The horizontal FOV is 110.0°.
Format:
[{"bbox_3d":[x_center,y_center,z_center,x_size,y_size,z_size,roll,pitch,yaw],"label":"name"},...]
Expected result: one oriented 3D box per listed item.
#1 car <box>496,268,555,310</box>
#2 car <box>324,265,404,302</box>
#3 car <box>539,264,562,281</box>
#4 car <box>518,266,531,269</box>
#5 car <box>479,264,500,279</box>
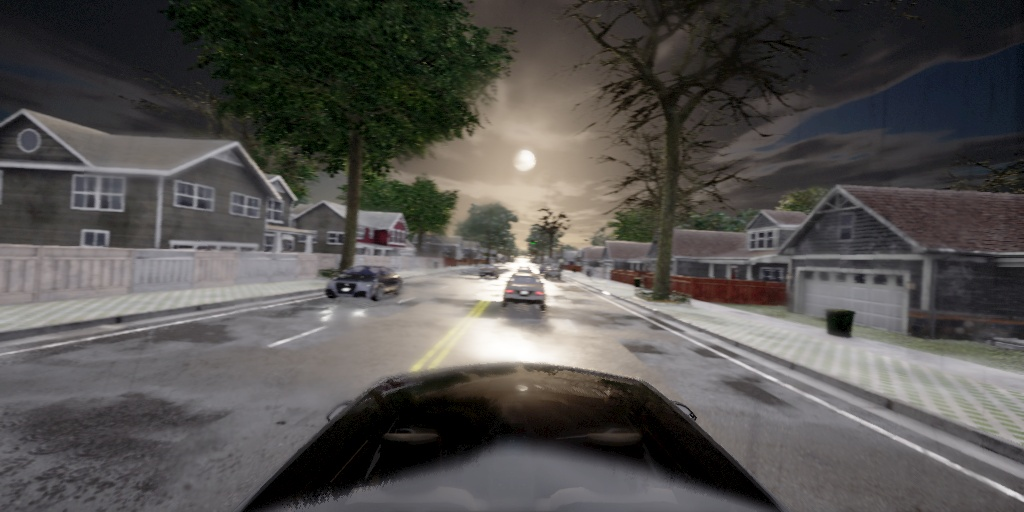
[{"bbox_3d":[0.557,1.488,16.232,2.033,1.411,5.357,3,-1,2],"label":"car"},{"bbox_3d":[-6.162,1.091,15.436,1.994,1.385,4.181,3,-1,2],"label":"car"},{"bbox_3d":[4.658,1.964,41.547,2.128,1.511,4.902,3,-1,2],"label":"car"},{"bbox_3d":[1.347,1.800,39.724,2.033,1.411,5.357,3,-1,2],"label":"car"},{"bbox_3d":[-2.197,1.553,36.729,2.033,1.411,5.357,3,-1,2],"label":"car"}]
